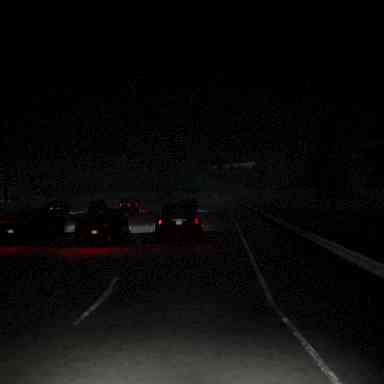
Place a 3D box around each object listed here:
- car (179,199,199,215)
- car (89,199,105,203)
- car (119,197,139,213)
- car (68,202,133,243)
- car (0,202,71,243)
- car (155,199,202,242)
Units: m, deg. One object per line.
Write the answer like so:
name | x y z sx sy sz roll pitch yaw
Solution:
car | -0.242 1.500 35.352 1.837 1.490 4.892 0 0 2
car | -10.647 1.499 37.667 2.128 1.511 4.902 0 0 -10
car | -6.829 1.355 36.153 2.097 1.767 4.553 0 0 -10
car | -4.191 1.481 16.071 1.882 1.535 5.008 0 0 -4
car | -7.718 1.485 16.303 1.882 1.535 5.008 0 0 -4
car | -0.736 1.350 16.577 2.097 1.767 4.553 0 0 -4
